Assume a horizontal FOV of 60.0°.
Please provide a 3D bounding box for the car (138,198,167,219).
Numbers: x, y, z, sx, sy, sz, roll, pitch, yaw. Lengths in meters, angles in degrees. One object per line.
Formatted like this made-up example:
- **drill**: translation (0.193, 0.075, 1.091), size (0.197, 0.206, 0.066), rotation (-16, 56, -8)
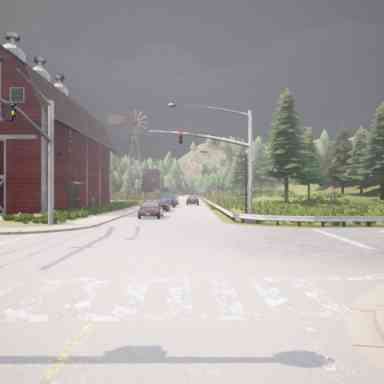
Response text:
- **car**: translation (-3.551, 1.525, 29.143), size (1.812, 1.442, 4.674), rotation (0, 0, 0)

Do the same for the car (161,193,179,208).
- **car**: translation (-3.506, 1.217, 48.367), size (2.150, 2.045, 5.566), rotation (0, 0, 1)

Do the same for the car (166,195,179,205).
- **car**: translation (-3.458, 1.350, 59.071), size (2.097, 1.767, 4.553), rotation (0, 0, 0)

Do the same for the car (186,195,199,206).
- **car**: translation (0.094, 1.350, 55.549), size (2.097, 1.767, 4.553), rotation (0, 0, 0)

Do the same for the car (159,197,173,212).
- **car**: translation (-3.535, 1.600, 38.304), size (1.895, 1.301, 4.718), rotation (0, 0, 0)
